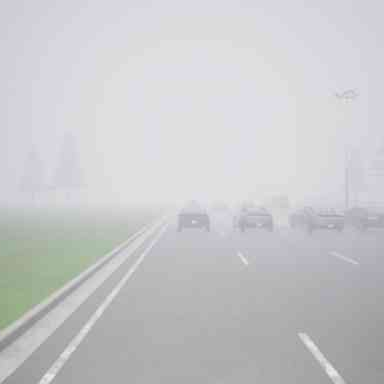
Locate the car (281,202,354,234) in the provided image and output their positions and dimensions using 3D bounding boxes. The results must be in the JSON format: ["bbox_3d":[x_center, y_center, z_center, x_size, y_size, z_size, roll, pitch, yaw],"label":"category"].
[{"bbox_3d":[7.102,1.545,19.445,2.128,1.511,4.902,0,0,0],"label":"car"}]

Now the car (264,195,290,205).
[{"bbox_3d":[10.510,1.340,41.472,2.150,2.045,5.566,0,0,0],"label":"car"}]

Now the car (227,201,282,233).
[{"bbox_3d":[3.602,1.548,20.202,2.128,1.511,4.902,0,0,0],"label":"car"}]

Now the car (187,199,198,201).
[{"bbox_3d":[0.023,1.630,43.399,1.837,1.490,4.892,0,0,0],"label":"car"}]

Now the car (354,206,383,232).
[{"bbox_3d":[10.603,1.584,20.473,1.812,1.442,4.674,0,0,0],"label":"car"}]

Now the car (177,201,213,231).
[{"bbox_3d":[0.103,1.537,20.916,1.882,1.535,5.008,0,0,0],"label":"car"}]

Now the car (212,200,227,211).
[{"bbox_3d":[3.520,1.686,43.020,1.994,1.385,4.181,0,0,0],"label":"car"}]

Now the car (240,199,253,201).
[{"bbox_3d":[7.016,1.614,43.035,2.128,1.511,4.902,0,0,0],"label":"car"}]
